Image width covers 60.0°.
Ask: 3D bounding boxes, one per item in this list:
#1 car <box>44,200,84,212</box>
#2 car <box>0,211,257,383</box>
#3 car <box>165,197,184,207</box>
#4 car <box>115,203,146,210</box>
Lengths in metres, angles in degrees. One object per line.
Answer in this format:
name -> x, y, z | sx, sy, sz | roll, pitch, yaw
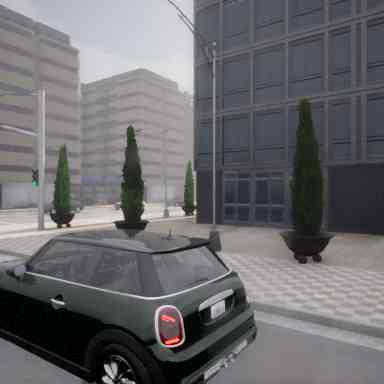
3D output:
car -> -14.052, 1.560, 35.953 | 1.837, 1.490, 4.892 | 0, 0, 35
car -> -1.433, 1.352, 5.015 | 4.553, 1.767, 2.097 | 0, 0, 35
car -> -2.208, 1.560, 52.712 | 1.837, 1.490, 4.892 | 0, 0, 35
car -> -8.157, 1.581, 44.293 | 1.812, 1.442, 4.674 | 0, 0, 35
